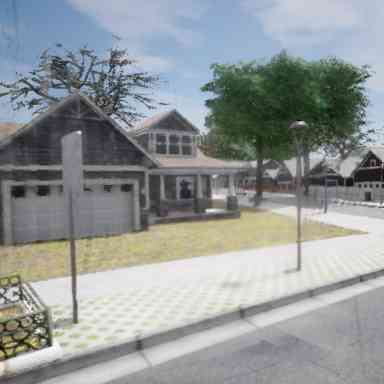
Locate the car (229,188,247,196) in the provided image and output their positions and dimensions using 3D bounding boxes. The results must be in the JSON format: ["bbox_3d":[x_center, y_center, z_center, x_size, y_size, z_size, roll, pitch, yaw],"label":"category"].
[{"bbox_3d":[7.825,-0.037,57.211,2.033,1.411,5.357,-2,2,-10],"label":"car"}]
